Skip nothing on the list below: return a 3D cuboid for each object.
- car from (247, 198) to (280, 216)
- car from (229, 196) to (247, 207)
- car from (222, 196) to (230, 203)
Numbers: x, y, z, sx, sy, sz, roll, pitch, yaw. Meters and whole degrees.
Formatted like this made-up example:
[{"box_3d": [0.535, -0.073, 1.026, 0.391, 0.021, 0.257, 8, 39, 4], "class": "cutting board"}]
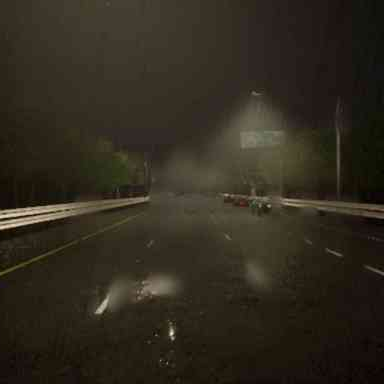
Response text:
[{"box_3d": [7.060, 1.344, 32.417, 2.097, 1.767, 4.553, 0, 0, 0], "class": "car"}, {"box_3d": [7.128, 1.542, 49.238, 1.994, 1.385, 4.181, 0, 0, 0], "class": "car"}, {"box_3d": [7.198, 1.485, 66.633, 1.812, 1.442, 4.674, 0, 0, 0], "class": "car"}]
